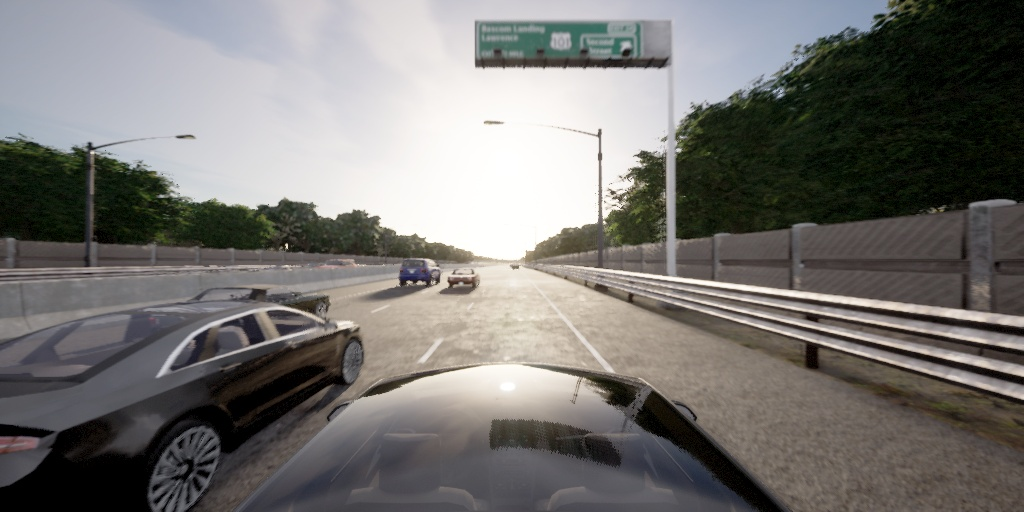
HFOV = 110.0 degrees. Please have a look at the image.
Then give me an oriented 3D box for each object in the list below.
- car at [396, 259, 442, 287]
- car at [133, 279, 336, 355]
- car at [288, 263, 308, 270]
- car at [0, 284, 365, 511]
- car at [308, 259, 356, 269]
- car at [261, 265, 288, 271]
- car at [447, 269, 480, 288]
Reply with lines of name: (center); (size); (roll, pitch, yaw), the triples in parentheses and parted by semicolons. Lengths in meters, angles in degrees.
car: (-6.899, 1.217, 27.399); (2.150, 2.045, 5.566); (0, -1, 0)
car: (-6.905, 1.424, 9.785); (1.895, 1.301, 4.718); (0, 0, 0)
car: (-21.075, 1.499, 38.166); (2.097, 1.767, 4.553); (0, -1, 0)
car: (-3.398, 1.264, 4.160); (2.128, 1.511, 4.902); (0, -1, 0)
car: (-17.593, 1.332, 35.949); (2.150, 2.045, 5.566); (0, -1, 0)
car: (-24.575, 1.691, 37.883); (2.033, 1.411, 5.357); (0, -1, 0)
car: (-3.399, 1.581, 26.134); (1.895, 1.301, 4.718); (0, -1, 0)
